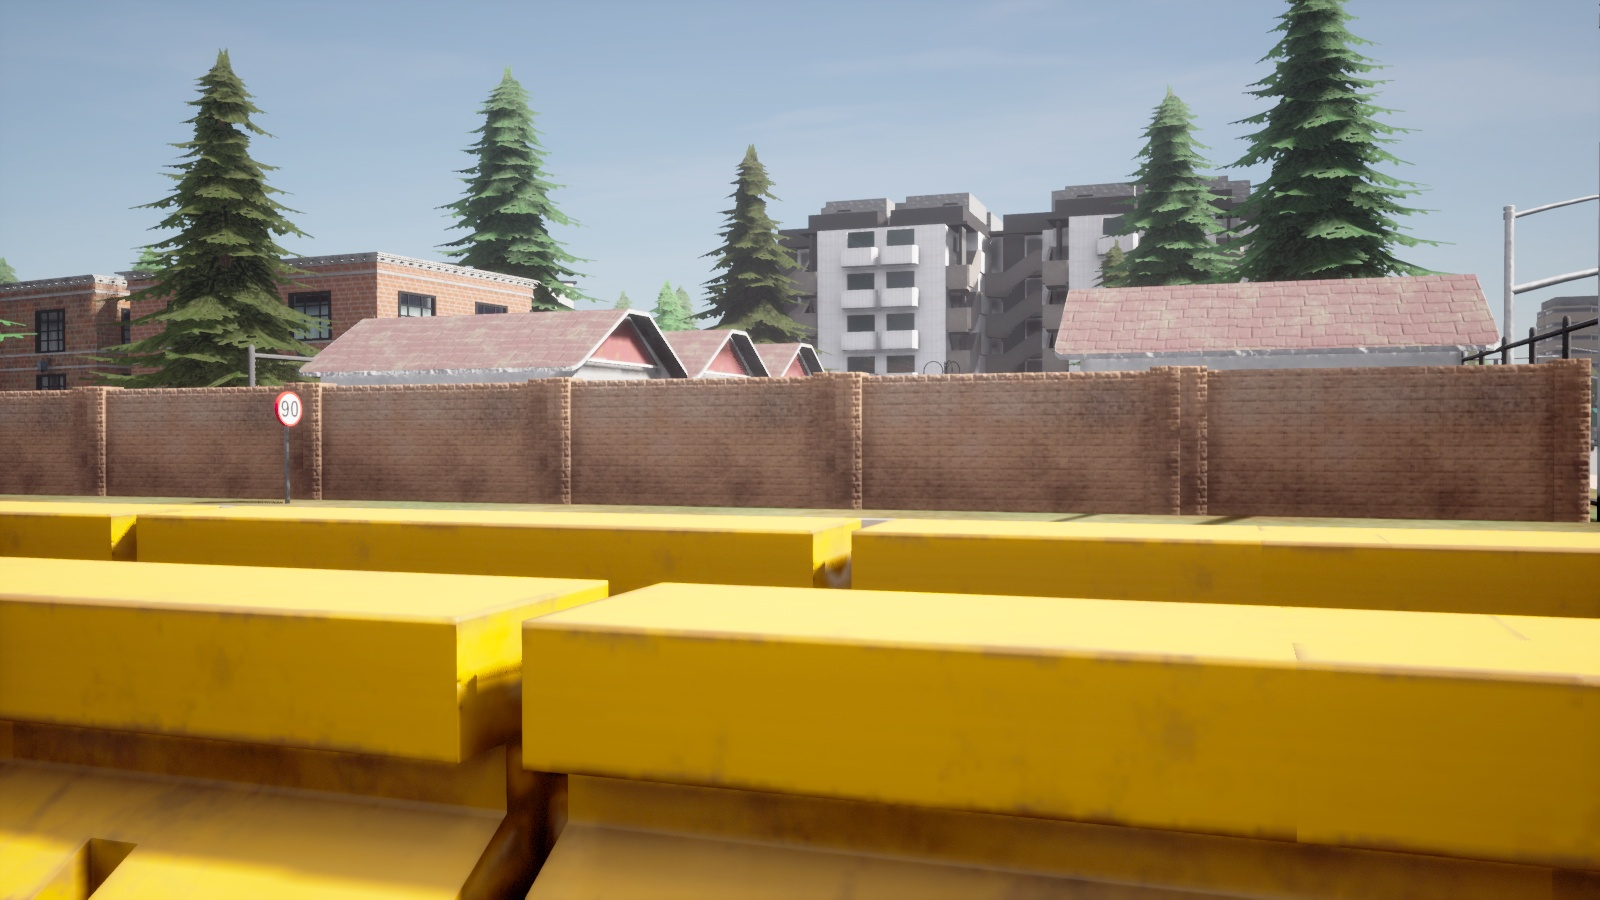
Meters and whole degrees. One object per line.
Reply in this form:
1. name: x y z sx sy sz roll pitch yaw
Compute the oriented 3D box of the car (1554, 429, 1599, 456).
1. car: 50.152 -0.497 80.589 2.152 1.651 5.027 1 1 20
